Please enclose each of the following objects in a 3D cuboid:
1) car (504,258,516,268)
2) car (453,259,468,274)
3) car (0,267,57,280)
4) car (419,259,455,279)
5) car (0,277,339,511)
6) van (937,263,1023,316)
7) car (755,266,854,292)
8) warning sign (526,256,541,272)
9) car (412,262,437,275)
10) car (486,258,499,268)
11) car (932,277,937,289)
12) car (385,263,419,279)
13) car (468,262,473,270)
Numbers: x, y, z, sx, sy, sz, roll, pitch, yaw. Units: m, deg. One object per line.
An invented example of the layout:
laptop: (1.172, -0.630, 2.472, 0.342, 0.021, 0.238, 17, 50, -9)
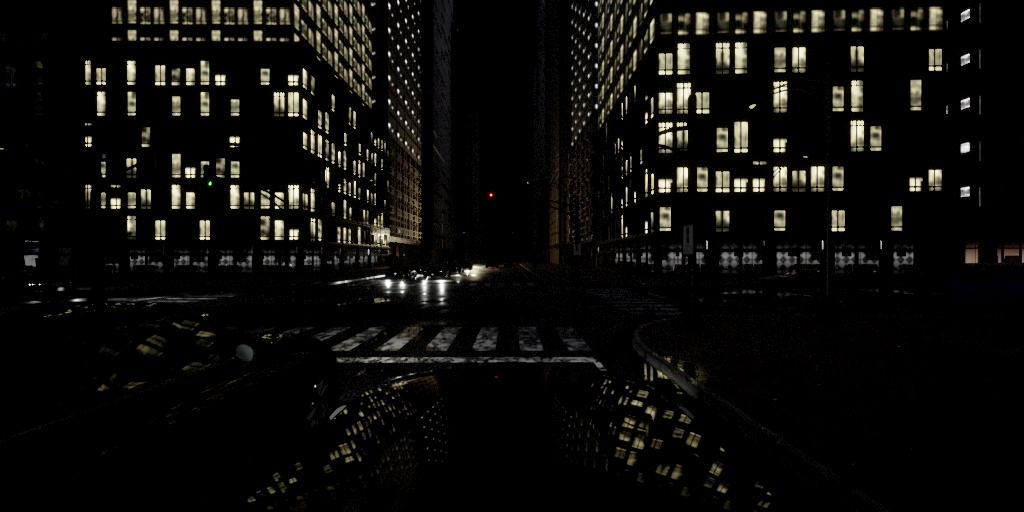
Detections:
car: (-0.401, 1.426, 63.832, 1.994, 1.385, 4.181, 0, 0, 0)
car: (-6.864, 1.277, 42.828, 1.882, 1.535, 5.008, 0, 0, 0)
car: (-23.089, 1.249, 16.389, 4.902, 1.511, 2.128, 0, 0, 0)
car: (-6.800, 1.305, 32.955, 1.812, 1.442, 4.674, 0, 0, 0)
car: (-3.155, 1.102, 2.560, 2.097, 1.767, 4.553, 0, 0, 0)
van: (18.288, 1.119, 12.779, 3.998, 1.789, 1.690, 0, 0, 2)
car: (16.964, 1.293, 20.942, 4.829, 1.417, 1.751, 0, 0, 2)
warning sign: (2.598, 0.910, 40.836, 1.300, 1.860, 1.060, 0, 0, 0)
car: (-10.100, 1.361, 41.707, 1.994, 1.385, 4.181, 0, 0, 0)
car: (-3.545, 1.214, 63.651, 2.097, 1.767, 4.553, 0, 0, -1)
car: (26.802, 1.357, 20.522, 4.207, 1.307, 1.802, 0, 0, 2)
car: (-10.051, 1.343, 32.798, 1.994, 1.385, 4.181, 0, 0, 0)
car: (-6.917, 1.390, 52.807, 1.994, 1.385, 4.181, 0, 0, 0)
